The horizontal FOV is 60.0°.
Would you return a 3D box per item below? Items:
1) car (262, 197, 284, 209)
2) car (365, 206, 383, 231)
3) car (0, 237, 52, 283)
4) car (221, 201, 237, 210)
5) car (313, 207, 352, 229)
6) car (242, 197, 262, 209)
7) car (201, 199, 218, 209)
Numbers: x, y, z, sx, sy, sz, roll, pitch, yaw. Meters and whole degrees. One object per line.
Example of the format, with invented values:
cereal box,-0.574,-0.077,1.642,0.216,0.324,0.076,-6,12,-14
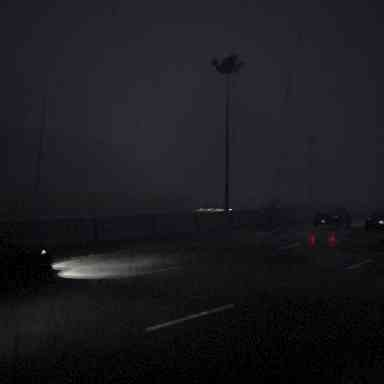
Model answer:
car,12.530,1.754,51.078,2.150,2.045,5.566,0,-1,18
car,12.748,1.834,21.810,1.994,1.385,4.181,0,-1,38
car,-5.826,1.604,8.398,4.181,1.385,1.994,1,-1,-36
car,6.013,2.078,53.709,1.994,1.385,4.181,0,-1,17
car,10.278,1.803,24.307,1.812,1.442,4.674,0,0,37
car,10.165,1.775,55.239,2.150,2.045,5.566,0,-1,16
car,2.952,1.990,55.535,1.882,1.535,5.008,0,-1,16
